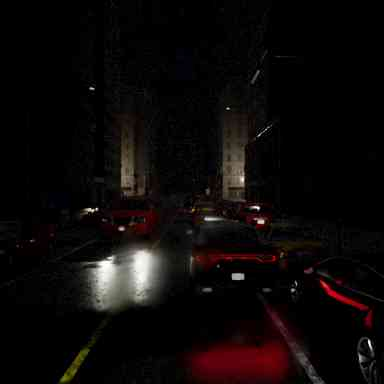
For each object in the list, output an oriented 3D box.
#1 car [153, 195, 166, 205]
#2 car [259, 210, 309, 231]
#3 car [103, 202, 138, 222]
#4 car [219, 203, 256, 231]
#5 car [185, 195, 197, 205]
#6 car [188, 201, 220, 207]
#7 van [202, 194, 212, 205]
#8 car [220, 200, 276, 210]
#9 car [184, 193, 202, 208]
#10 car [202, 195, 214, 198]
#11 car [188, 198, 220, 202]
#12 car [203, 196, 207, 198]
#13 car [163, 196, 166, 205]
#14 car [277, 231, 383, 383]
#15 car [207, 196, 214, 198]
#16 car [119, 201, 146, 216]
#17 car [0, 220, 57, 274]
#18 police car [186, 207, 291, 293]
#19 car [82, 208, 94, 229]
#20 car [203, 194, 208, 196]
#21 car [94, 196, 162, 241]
[{"bbox_3d":[-5.789,1.447,60.200,1.967,1.590,4.097,0,0,0],"label":"car"},{"bbox_3d":[2.837,1.527,10.679,1.752,1.417,4.829,0,0,0],"label":"car"},{"bbox_3d":[-5.723,1.569,27.049,1.947,1.339,4.313,0,0,0],"label":"car"},{"bbox_3d":[2.814,1.528,21.727,1.752,1.417,4.829,0,0,0],"label":"car"},{"bbox_3d":[-0.122,1.359,60.256,2.097,1.767,4.553,0,0,0],"label":"car"},{"bbox_3d":[0.862,1.481,18.885,1.882,1.535,5.008,0,0,0],"label":"car"},{"bbox_3d":[2.737,1.348,60.222,1.690,1.788,3.998,0,0,0],"label":"van"},{"bbox_3d":[2.826,1.317,16.033,2.192,1.841,5.009,0,0,0],"label":"car"},{"bbox_3d":[-0.081,1.357,46.851,2.097,1.767,4.553,0,0,0],"label":"car"},{"bbox_3d":[2.759,1.572,49.174,1.947,1.339,4.313,0,0,0],"label":"car"},{"bbox_3d":[0.849,1.481,24.886,1.882,1.535,5.008,0,0,0],"label":"car"},{"bbox_3d":[2.770,1.556,43.651,2.008,1.369,4.403,0,0,0],"label":"car"},{"bbox_3d":[-5.778,1.572,54.675,1.947,1.339,4.313,0,0,0],"label":"car"},{"bbox_3d":[2.848,1.567,4.986,1.947,1.339,4.313,0,0,0],"label":"car"},{"bbox_3d":[2.792,1.444,32.604,1.967,1.590,4.097,0,0,0],"label":"car"},{"bbox_3d":[-5.733,1.570,32.574,1.947,1.339,4.313,0,0,0],"label":"car"},{"bbox_3d":[-5.689,1.584,10.474,1.802,1.307,4.206,0,0,0],"label":"car"},{"bbox_3d":[0.881,1.427,8.996,1.930,1.638,5.238,0,0,0],"label":"police car"},{"bbox_3d":[-5.711,1.547,21.524,1.887,1.381,4.507,0,0,0],"label":"car"},{"bbox_3d":[2.748,1.321,54.698,2.192,1.841,5.009,0,0,0],"label":"car"},{"bbox_3d":[-3.033,1.223,17.092,2.150,2.045,5.566,0,0,0],"label":"car"}]
